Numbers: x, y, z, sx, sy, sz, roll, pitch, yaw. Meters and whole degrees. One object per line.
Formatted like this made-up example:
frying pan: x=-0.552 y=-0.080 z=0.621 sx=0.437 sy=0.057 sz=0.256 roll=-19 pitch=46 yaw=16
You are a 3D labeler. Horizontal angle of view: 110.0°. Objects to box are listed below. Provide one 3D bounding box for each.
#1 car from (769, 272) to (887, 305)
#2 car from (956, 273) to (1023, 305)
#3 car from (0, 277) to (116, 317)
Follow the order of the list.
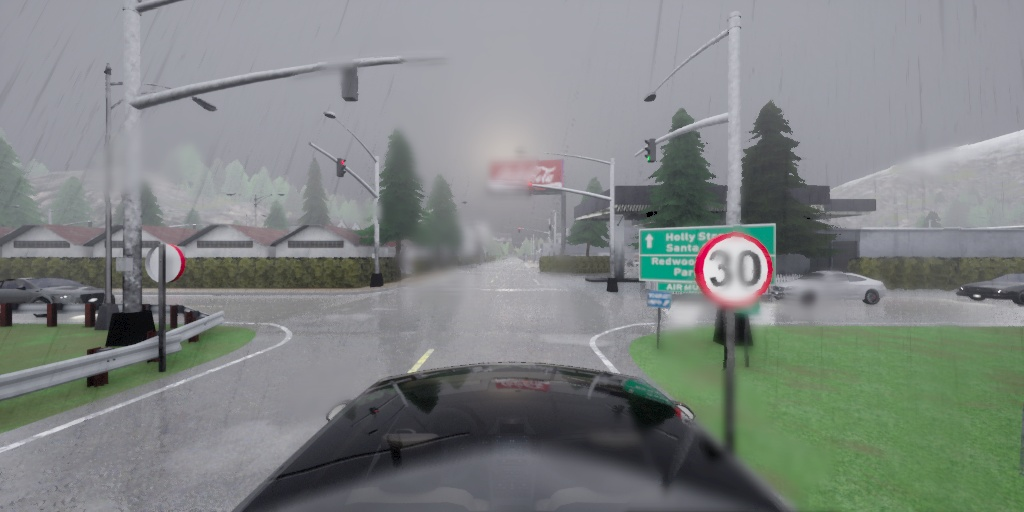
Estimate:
car: x=14.857 y=1.467 z=16.935 sx=4.674 sy=1.442 sz=1.812 roll=0 pitch=0 yaw=0
car: x=24.512 y=1.489 z=16.807 sx=5.357 sy=1.411 sz=2.033 roll=0 pitch=0 yaw=1
car: x=-18.037 y=1.506 z=13.761 sx=4.181 sy=1.385 sz=1.994 roll=0 pitch=0 yaw=1
